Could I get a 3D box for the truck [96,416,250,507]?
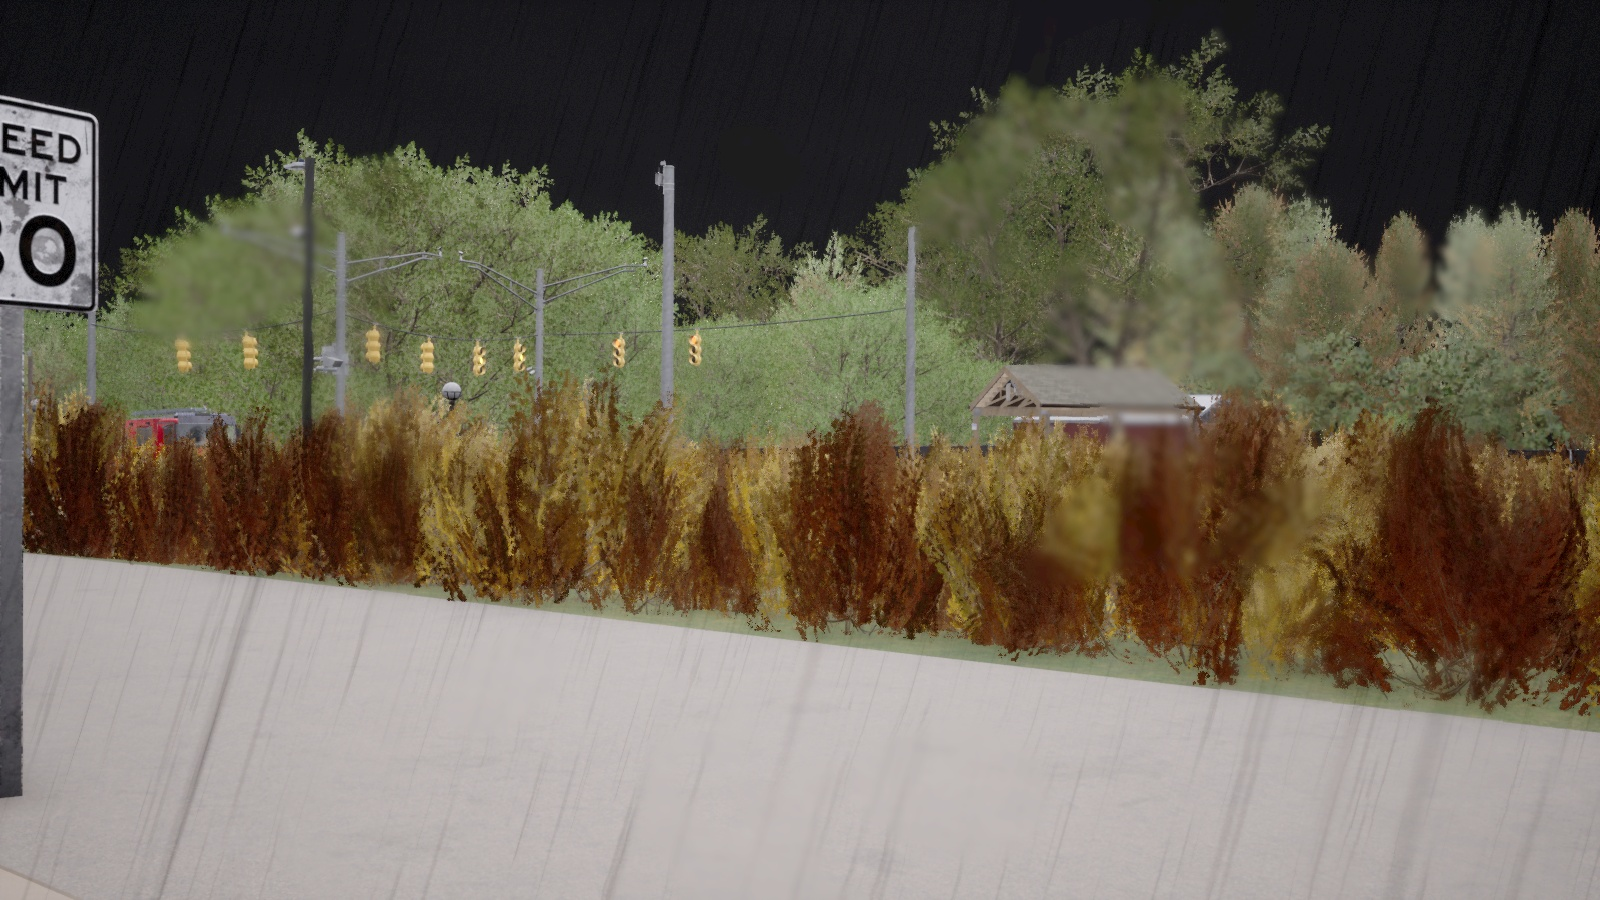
[{"bbox_3d":[-28.529,0.575,56.951,8.468,3.827,2.891,-2,0,39],"label":"truck"}]
